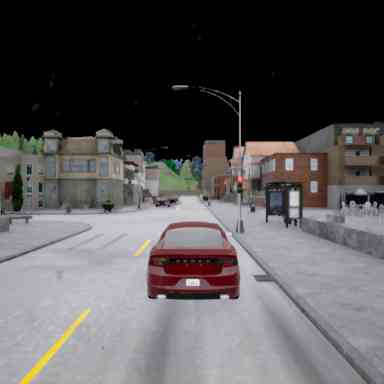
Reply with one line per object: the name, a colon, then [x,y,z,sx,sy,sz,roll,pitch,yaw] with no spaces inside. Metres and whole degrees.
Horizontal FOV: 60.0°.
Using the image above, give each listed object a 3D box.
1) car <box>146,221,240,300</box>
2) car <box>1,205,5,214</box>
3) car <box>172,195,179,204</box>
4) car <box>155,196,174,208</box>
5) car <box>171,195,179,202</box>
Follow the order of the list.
car: [0.049,1.477,8.455,1.882,1.535,5.008,0,0,1]
car: [-20.079,1.562,31.360,4.181,1.385,1.994,0,0,0]
car: [-4.052,1.597,63.720,1.895,1.301,4.718,0,0,0]
car: [-4.094,1.560,47.870,1.994,1.385,4.181,0,0,0]
car: [-4.006,1.484,78.817,1.837,1.490,4.892,0,0,0]
